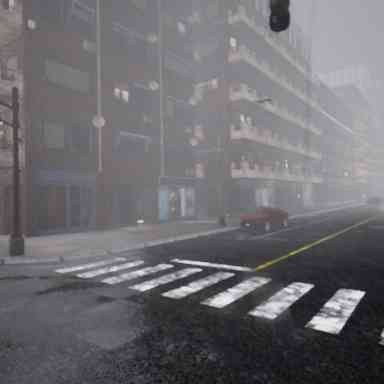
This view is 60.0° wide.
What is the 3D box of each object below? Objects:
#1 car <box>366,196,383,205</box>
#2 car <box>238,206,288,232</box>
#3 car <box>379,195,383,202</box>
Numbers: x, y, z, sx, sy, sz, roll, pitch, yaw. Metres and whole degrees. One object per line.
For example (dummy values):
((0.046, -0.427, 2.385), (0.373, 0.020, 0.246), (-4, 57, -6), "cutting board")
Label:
((30.082, 1.414, 55.178), (1.947, 1.339, 4.313), (-1, -1, 36), "car")
((4.454, 1.589, 20.497), (1.887, 1.381, 4.507), (-1, -1, 36), "car")
((40.173, 1.358, 68.918), (1.802, 1.307, 4.206), (-1, -1, 36), "car")
